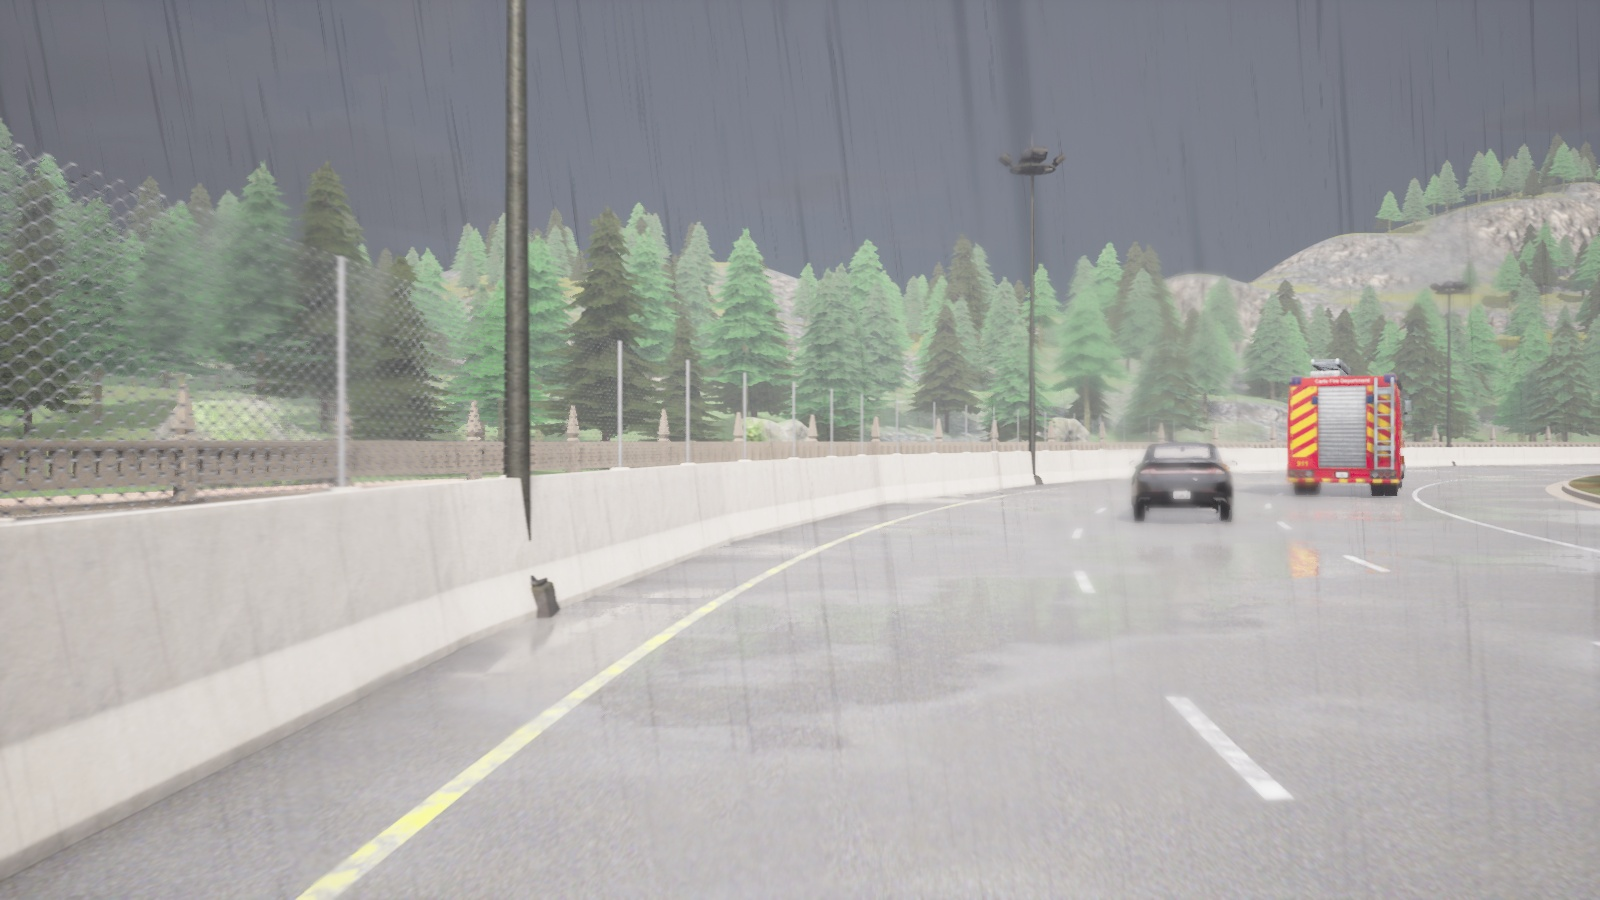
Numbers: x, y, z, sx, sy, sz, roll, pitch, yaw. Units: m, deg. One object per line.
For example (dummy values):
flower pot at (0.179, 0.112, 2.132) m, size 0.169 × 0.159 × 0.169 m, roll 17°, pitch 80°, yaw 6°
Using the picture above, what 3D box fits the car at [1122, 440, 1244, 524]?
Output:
car at (7.728, 0.569, 25.351) m, size 2.128 × 1.511 × 4.902 m, roll 0°, pitch 0°, yaw 17°

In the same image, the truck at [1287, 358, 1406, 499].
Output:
truck at (16.901, -0.614, 38.504) m, size 2.891 × 3.827 × 8.468 m, roll 0°, pitch 0°, yaw 27°
